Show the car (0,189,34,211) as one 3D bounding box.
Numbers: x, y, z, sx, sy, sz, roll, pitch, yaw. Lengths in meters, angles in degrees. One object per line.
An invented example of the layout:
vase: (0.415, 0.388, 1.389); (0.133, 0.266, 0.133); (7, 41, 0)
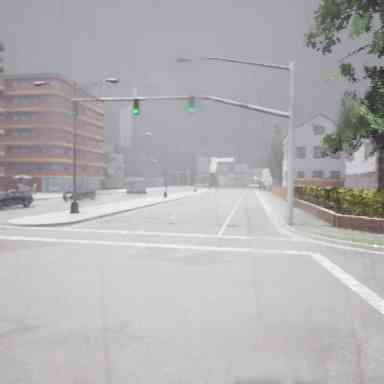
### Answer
car: (-13.991, 0.512, 24.873); (2.128, 1.511, 4.902); (1, 2, 10)

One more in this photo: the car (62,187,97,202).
car: (-12.046, 0.193, 35.908); (2.128, 1.511, 4.902); (1, 2, 10)

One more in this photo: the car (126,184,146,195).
car: (-8.918, -0.452, 53.397); (2.097, 1.767, 4.553); (1, 2, 10)
